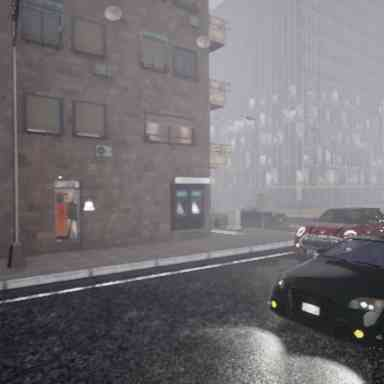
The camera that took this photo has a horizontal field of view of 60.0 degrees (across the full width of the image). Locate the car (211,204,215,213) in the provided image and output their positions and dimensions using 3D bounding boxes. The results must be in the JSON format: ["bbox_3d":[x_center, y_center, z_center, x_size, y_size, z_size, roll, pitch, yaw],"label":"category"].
[{"bbox_3d":[1.089,1.936,42.336,2.008,1.369,4.403,-2,0,-36],"label":"car"}]

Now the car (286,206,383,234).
[{"bbox_3d":[5.551,1.322,11.896,4.553,1.767,2.097,0,0,-45],"label":"car"}]

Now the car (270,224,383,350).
[{"bbox_3d":[3.383,1.543,6.100,4.181,1.385,1.994,0,0,-36],"label":"car"}]

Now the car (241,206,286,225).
[{"bbox_3d":[5.336,1.817,26.580,1.895,1.301,4.718,-1,0,-36],"label":"car"}]
